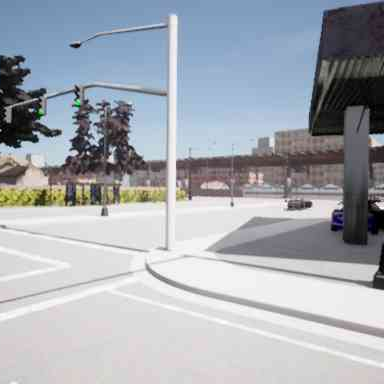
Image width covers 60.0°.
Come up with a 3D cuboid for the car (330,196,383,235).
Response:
[{"bbox_3d":[9.069,1.257,17.996,2.242,1.667,4.611,1,1,37],"label":"car"}]

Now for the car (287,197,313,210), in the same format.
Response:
[{"bbox_3d":[12.908,1.389,39.586,2.128,1.511,4.902,1,0,36],"label":"car"}]

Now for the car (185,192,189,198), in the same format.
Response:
[{"bbox_3d":[-3.133,0.653,88.560,4.553,1.767,2.097,1,1,37],"label":"car"}]

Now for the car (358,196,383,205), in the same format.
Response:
[{"bbox_3d":[32.022,1.475,59.245,4.674,1.442,1.812,1,0,-21],"label":"car"}]
